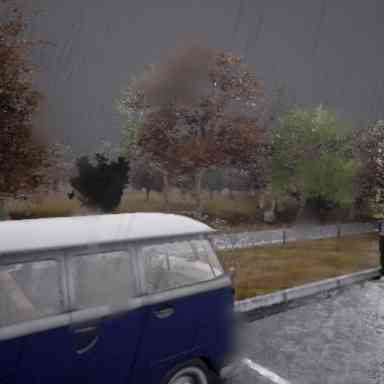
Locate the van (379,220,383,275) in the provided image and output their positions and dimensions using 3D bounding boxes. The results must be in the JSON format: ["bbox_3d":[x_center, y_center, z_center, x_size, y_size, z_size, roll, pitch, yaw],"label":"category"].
[{"bbox_3d":[6.767,1.306,8.684,4.442,1.987,1.878,-1,0,-36],"label":"van"}]

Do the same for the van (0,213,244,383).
[{"bbox_3d":[-1.448,1.250,3.067,4.442,1.987,1.878,-1,0,-36],"label":"van"}]
